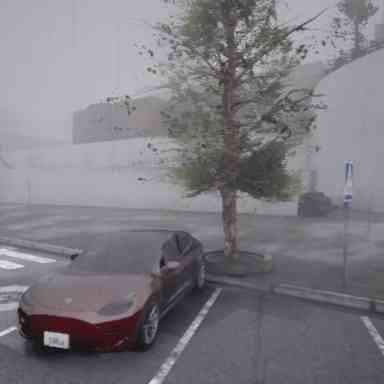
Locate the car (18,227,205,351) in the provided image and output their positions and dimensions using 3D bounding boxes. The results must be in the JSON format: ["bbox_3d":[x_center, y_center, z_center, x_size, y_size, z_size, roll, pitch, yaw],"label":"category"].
[{"bbox_3d":[-1.076,1.503,6.542,2.163,1.488,4.792,1,0,16],"label":"car"}]
